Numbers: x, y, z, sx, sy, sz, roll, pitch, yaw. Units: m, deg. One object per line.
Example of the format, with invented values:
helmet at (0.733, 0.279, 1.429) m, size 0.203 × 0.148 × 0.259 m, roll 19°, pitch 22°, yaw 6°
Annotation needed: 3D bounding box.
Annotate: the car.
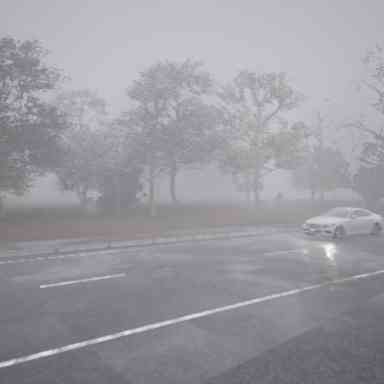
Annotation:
car at (7.724, 1.512, 16.830) m, size 4.674 × 1.442 × 1.812 m, roll 0°, pitch 0°, yaw -29°
